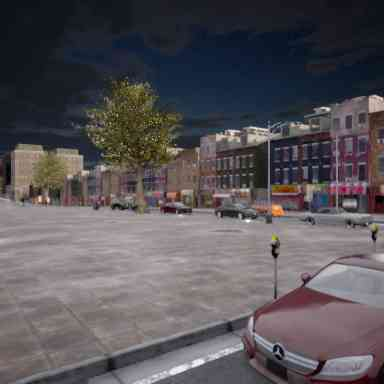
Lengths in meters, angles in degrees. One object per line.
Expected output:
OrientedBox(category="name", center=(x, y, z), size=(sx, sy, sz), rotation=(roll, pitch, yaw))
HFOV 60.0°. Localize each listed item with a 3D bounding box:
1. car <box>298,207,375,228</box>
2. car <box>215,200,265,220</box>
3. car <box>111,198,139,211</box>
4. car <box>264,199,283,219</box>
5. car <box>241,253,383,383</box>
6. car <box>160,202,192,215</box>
OrientedBox(category="car", center=(9.868, 1.729, 22.964), size=(1.895, 1.301, 4.718), rotation=(0, -1, -36))
OrientedBox(category="car", center=(4.110, 1.757, 30.998), size=(1.837, 1.490, 4.892), rotation=(0, -1, -36))
OrientedBox(category="car", center=(-10.829, 1.915, 52.002), size=(2.150, 2.045, 5.566), rotation=(0, -1, -36))
OrientedBox(category="car", center=(6.597, 1.600, 32.560), size=(2.097, 1.767, 4.553), rotation=(0, -1, -35))
OrientedBox(category="car", center=(2.578, 1.582, 4.642), size=(4.206, 1.307, 1.802), rotation=(0, 0, -35))
OrientedBox(category="car", center=(-1.899, 1.890, 39.392), size=(1.882, 1.535, 5.008), rotation=(0, -1, -35))
